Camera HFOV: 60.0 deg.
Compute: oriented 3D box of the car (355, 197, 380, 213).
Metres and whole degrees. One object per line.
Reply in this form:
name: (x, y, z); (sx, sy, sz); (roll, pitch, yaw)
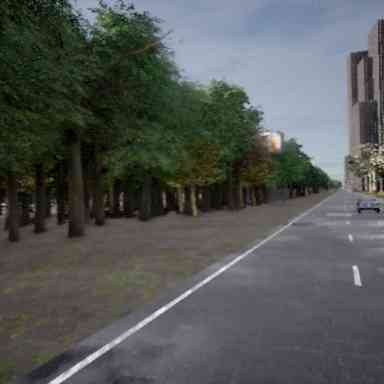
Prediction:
car: (16.555, 1.190, 31.491); (2.033, 1.411, 5.357); (-2, 0, 24)
